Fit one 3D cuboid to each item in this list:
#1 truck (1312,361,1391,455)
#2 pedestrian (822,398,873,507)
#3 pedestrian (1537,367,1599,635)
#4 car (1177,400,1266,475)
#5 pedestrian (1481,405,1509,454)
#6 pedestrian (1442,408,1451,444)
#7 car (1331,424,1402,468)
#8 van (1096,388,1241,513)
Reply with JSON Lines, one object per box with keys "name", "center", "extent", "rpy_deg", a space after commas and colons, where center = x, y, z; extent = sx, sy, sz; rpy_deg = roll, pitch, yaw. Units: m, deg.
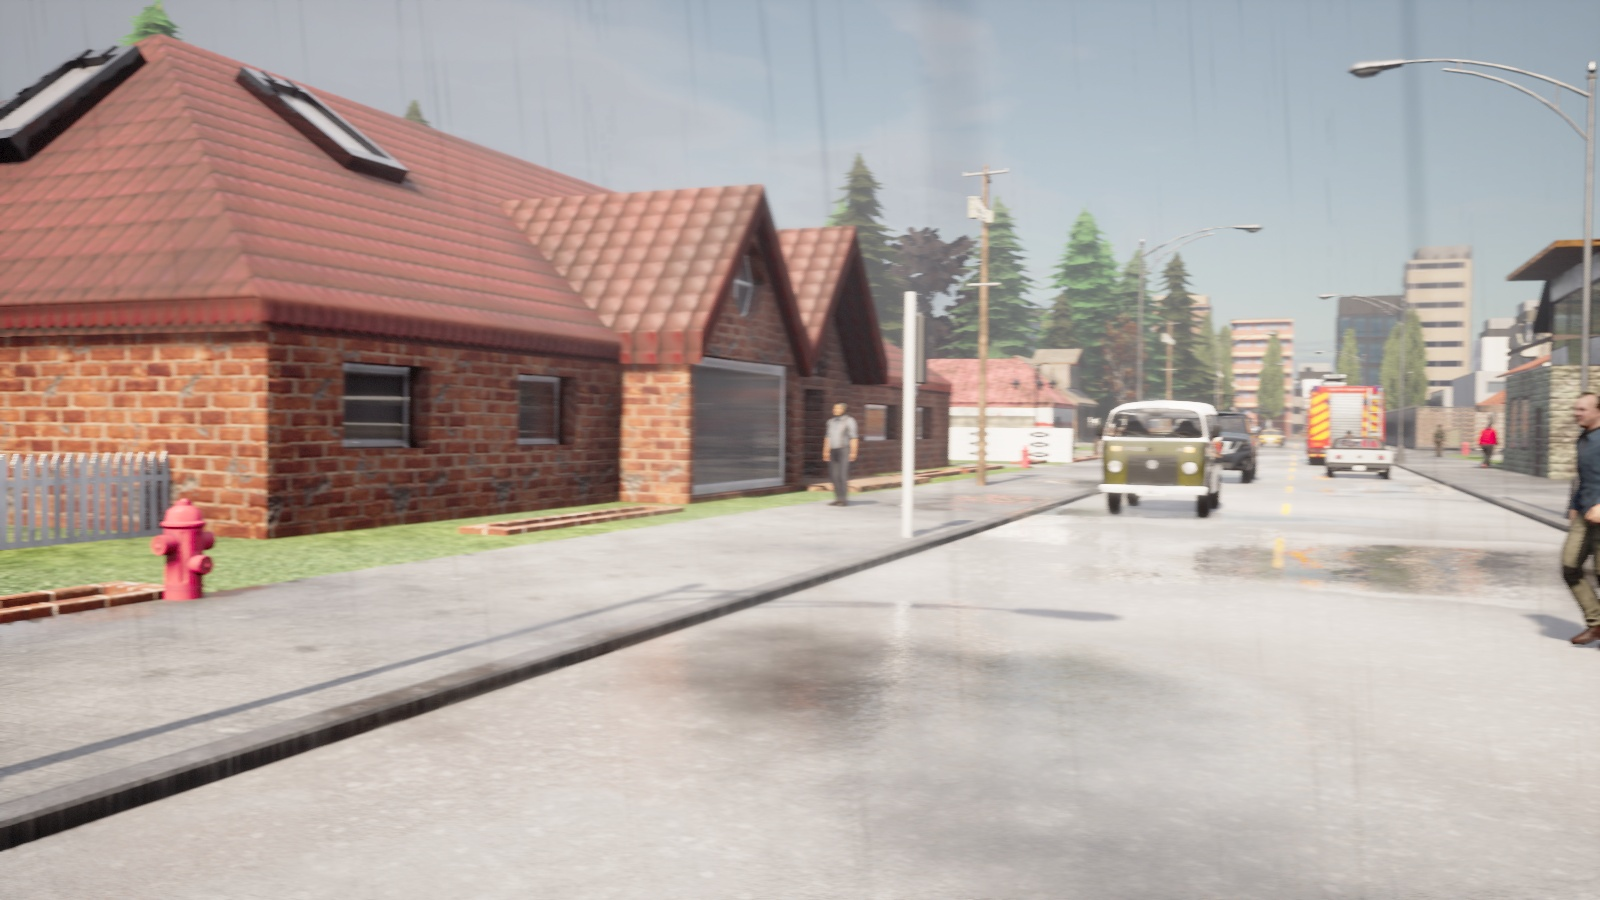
{"name": "truck", "center": [24.275, -1.800, 55.581], "extent": [2.891, 3.827, 8.468], "rpy_deg": [0, 1, 22]}
{"name": "pedestrian", "center": [0.823, 0.033, 21.809], "extent": [0.540, 1.848, 0.694], "rpy_deg": [1, 2, 45]}
{"name": "pedestrian", "center": [5.671, 0.343, 8.835], "extent": [0.726, 1.842, 0.402], "rpy_deg": [-1, 1, -2]}
{"name": "car", "center": [12.504, -0.402, 37.055], "extent": [2.150, 2.045, 5.566], "rpy_deg": [0, 1, 22]}
{"name": "pedestrian", "center": [26.455, -0.783, 47.806], "extent": [0.899, 1.844, 0.634], "rpy_deg": [-2, 2, -39]}
{"name": "pedestrian", "center": [34.579, -1.278, 67.188], "extent": [0.395, 1.930, 0.692], "rpy_deg": [0, 1, 22]}
{"name": "car", "center": [18.241, -0.154, 40.598], "extent": [1.895, 1.301, 4.718], "rpy_deg": [0, 1, 22]}
{"name": "van", "center": [6.824, -0.039, 22.921], "extent": [2.069, 2.038, 4.480], "rpy_deg": [0, 1, 22]}
